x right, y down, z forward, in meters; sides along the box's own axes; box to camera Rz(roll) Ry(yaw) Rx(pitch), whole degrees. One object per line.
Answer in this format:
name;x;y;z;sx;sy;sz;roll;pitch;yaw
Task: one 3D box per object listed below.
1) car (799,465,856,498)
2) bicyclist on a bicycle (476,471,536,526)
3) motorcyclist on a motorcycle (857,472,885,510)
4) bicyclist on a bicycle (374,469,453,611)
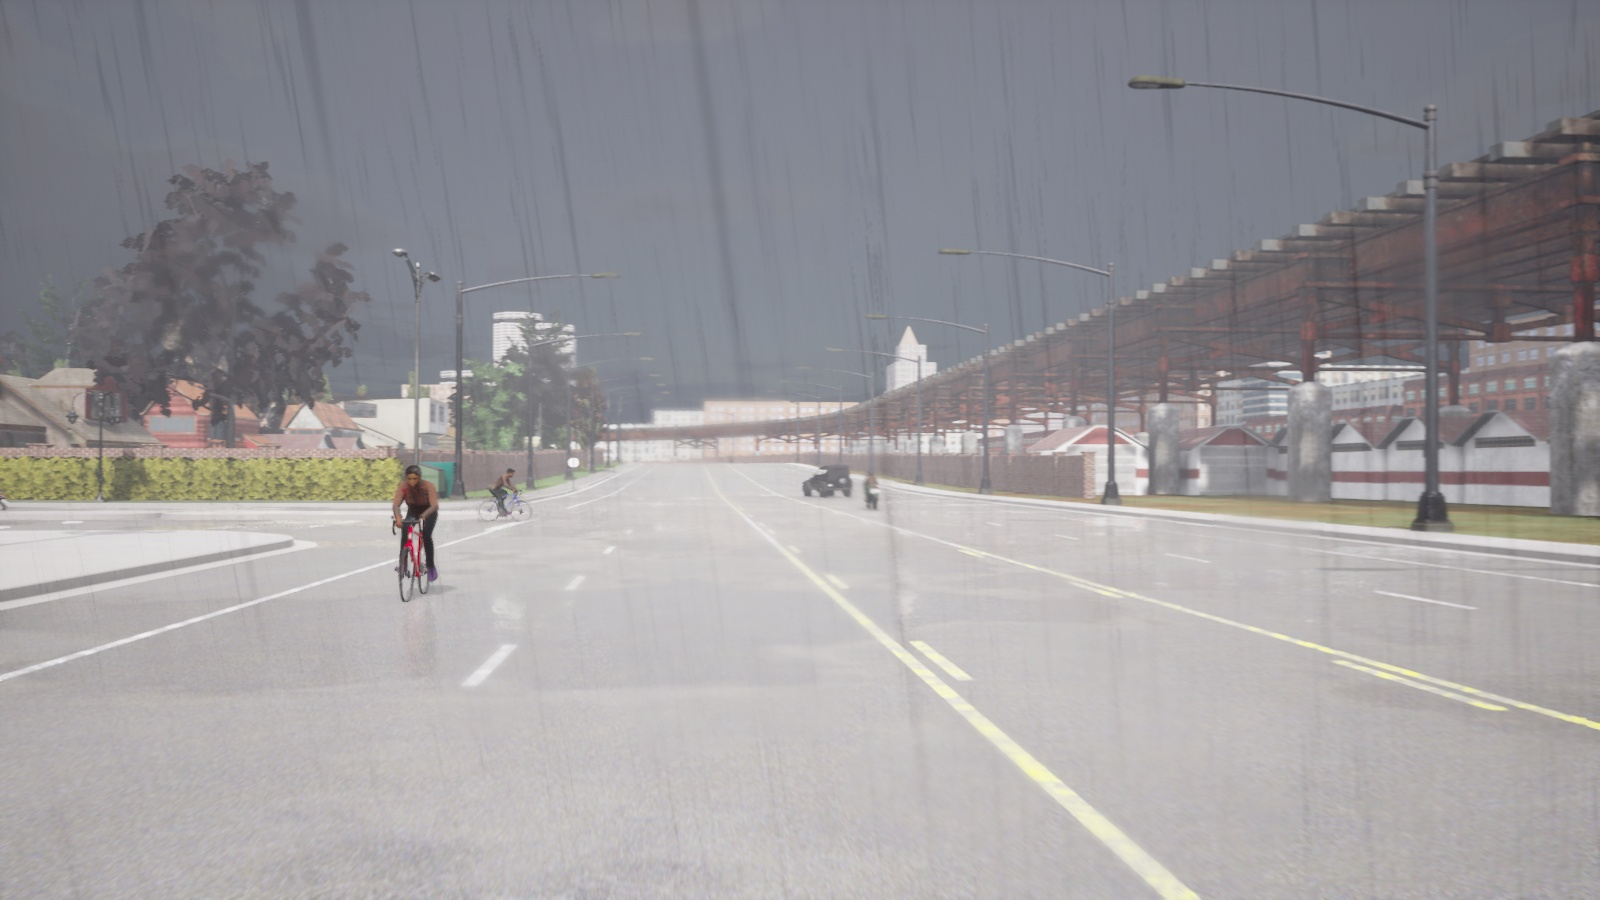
car;1.587;1.846;74.601;1.905;1.878;3.866;0;-1;-24
bicyclist on a bicycle;-8.797;1.443;37.575;1.656;1.620;0.582;0;0;5
motorcyclist on a motorcycle;2.830;1.624;50.250;0.797;1.523;2.044;0;-1;-7
bicyclist on a bicycle;-4.673;1.048;15.263;0.582;1.620;1.656;0;-1;-5
